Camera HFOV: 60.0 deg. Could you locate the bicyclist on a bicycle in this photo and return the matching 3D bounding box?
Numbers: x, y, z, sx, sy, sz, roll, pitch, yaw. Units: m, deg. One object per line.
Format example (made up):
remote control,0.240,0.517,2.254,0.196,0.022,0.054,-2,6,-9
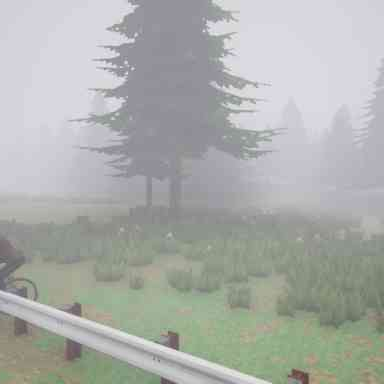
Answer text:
bicyclist on a bicycle,-3.473,1.376,5.764,1.656,1.620,0.582,10,-6,-40
